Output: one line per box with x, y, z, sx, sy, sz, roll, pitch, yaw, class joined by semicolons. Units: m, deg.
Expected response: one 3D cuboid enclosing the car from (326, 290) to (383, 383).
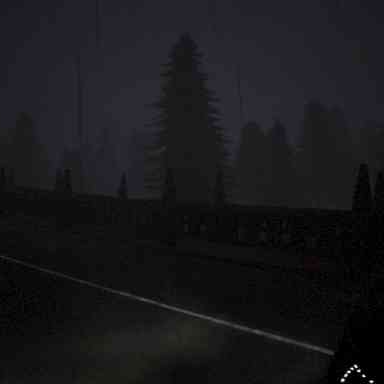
3.562;1.229;1.451;5.566;2.045;2.150;0;0;35;car
